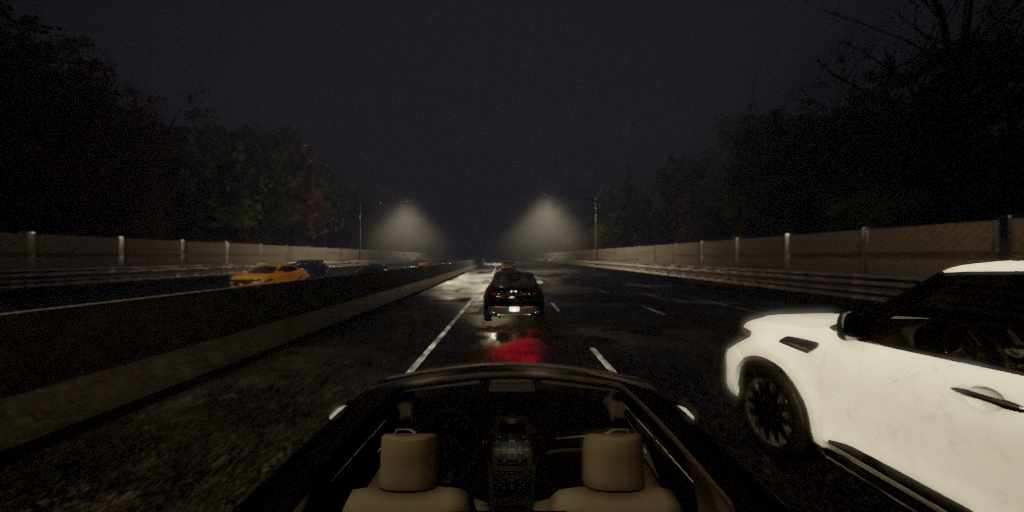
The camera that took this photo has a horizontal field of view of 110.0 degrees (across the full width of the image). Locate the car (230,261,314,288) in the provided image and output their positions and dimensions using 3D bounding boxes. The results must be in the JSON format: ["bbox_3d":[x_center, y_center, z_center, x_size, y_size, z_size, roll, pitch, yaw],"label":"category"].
[{"bbox_3d":[-14.230,1.235,21.306,1.882,1.535,5.008,0,0,-1],"label":"car"}]

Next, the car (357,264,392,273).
[{"bbox_3d":[-10.829,1.323,28.679,1.994,1.385,4.181,0,0,-1],"label":"car"}]

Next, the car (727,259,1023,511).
[{"bbox_3d":[3.594,0.970,1.828,2.150,2.045,5.566,0,0,0],"label":"car"}]

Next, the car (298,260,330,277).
[{"bbox_3d":[-17.870,1.111,31.171,2.097,1.767,4.553,0,0,-1],"label":"car"}]

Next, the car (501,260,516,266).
[{"bbox_3d":[-0.442,1.222,44.133,1.801,1.575,5.366,0,0,-1],"label":"car"}]

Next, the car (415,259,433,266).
[{"bbox_3d":[-15.128,1.292,62.945,1.812,1.442,4.674,0,0,-1],"label":"car"}]

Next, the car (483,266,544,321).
[{"bbox_3d":[0.050,1.259,12.561,1.837,1.490,4.892,0,0,0],"label":"car"}]
